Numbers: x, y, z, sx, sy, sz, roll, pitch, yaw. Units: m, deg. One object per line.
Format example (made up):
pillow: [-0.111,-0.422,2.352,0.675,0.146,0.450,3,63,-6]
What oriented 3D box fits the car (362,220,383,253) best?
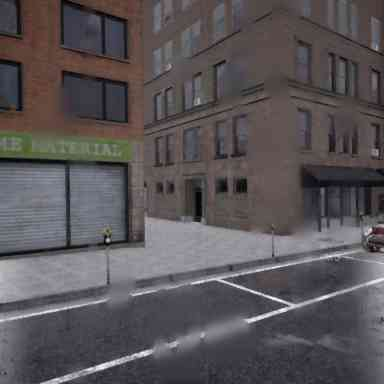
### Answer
car: [8.138,1.438,12.410,4.097,1.590,1.967,0,-1,-35]
